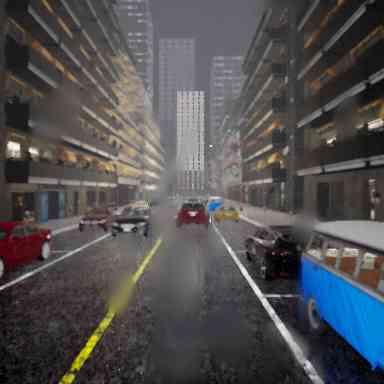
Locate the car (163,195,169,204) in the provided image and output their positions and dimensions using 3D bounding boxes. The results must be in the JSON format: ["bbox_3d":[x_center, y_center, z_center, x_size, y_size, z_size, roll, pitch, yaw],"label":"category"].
[{"bbox_3d":[-5.701,1.759,59.509,1.887,1.381,4.507,0,0,0],"label":"car"}]

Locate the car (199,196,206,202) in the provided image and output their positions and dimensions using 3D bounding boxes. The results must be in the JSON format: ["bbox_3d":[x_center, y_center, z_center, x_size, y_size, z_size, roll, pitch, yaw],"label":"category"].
[{"bbox_3d":[2.678,1.851,87.284,1.752,1.417,4.829,-1,0,0],"label":"car"}]

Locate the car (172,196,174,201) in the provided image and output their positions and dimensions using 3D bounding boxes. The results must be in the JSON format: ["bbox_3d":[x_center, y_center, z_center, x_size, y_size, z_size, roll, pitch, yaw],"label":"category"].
[{"bbox_3d":[-5.703,1.720,76.080,1.967,1.590,4.097,-1,0,0],"label":"car"}]

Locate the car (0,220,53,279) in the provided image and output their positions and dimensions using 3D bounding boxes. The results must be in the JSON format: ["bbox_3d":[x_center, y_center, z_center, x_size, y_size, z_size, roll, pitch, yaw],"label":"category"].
[{"bbox_3d":[-5.699,1.578,9.799,1.887,1.381,4.507,0,0,0],"label":"car"}]

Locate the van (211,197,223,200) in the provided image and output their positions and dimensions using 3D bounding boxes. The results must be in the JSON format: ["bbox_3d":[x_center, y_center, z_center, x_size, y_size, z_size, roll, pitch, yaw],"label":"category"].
[{"bbox_3d":[2.678,1.472,37.405,1.690,1.788,3.998,-1,0,0],"label":"van"}]

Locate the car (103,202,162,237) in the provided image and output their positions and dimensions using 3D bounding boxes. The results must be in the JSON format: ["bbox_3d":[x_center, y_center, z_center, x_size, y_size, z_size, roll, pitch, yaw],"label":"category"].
[{"bbox_3d":[-3.082,1.554,18.341,2.128,1.511,4.902,0,0,0],"label":"car"}]

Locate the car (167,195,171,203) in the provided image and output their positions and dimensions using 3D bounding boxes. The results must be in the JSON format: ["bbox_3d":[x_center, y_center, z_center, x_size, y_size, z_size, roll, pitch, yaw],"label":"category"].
[{"bbox_3d":[-5.702,1.781,65.033,1.887,1.381,4.507,0,0,0],"label":"car"}]

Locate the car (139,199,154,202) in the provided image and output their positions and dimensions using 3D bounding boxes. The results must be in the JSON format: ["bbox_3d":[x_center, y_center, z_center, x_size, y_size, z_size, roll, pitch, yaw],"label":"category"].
[{"bbox_3d":[-5.701,1.656,37.246,1.752,1.417,4.829,0,0,0],"label":"car"}]

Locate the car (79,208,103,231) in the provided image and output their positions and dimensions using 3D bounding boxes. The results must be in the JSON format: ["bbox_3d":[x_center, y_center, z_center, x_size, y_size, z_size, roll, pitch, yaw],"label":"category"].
[{"bbox_3d":[-5.699,1.653,20.845,1.802,1.307,4.206,0,0,0],"label":"car"}]

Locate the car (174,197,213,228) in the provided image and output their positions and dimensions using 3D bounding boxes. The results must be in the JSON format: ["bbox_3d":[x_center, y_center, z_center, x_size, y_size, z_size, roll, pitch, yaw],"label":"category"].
[{"bbox_3d":[0.079,1.429,22.768,2.097,1.767,4.553,0,0,0],"label":"car"}]

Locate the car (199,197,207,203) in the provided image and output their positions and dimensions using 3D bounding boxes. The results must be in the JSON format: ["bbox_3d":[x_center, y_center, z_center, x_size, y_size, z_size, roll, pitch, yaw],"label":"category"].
[{"bbox_3d":[2.679,1.853,81.590,2.008,1.369,4.403,-1,0,0],"label":"car"}]

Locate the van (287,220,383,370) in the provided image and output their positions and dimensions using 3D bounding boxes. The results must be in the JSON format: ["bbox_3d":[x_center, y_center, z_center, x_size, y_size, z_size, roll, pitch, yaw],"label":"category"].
[{"bbox_3d":[2.680,1.356,4.264,1.690,1.788,3.998,0,0,0],"label":"van"}]

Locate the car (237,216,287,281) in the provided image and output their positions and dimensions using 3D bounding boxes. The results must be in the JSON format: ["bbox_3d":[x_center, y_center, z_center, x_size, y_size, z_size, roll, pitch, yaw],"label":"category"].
[{"bbox_3d":[2.682,1.599,9.787,1.947,1.339,4.313,0,0,0],"label":"car"}]

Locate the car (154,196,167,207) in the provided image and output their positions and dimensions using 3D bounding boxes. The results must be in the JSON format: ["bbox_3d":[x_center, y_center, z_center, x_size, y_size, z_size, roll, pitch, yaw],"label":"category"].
[{"bbox_3d":[-5.701,1.759,53.985,1.947,1.339,4.313,0,0,0],"label":"car"}]

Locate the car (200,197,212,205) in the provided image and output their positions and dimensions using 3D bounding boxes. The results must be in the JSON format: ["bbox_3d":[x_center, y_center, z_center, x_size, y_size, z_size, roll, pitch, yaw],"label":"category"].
[{"bbox_3d":[2.679,1.787,65.020,2.008,1.369,4.403,-1,0,0],"label":"car"}]

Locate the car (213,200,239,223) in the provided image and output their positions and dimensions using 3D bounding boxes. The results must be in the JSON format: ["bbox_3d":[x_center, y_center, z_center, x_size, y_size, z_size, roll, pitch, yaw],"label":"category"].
[{"bbox_3d":[2.681,1.617,26.526,1.752,1.417,4.829,-1,0,0],"label":"car"}]
